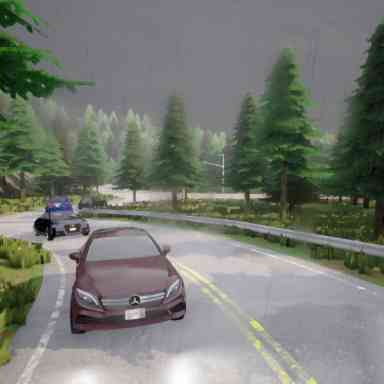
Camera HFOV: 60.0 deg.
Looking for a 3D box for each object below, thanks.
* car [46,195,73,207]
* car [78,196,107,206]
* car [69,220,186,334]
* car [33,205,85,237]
[{"bbox_3d":[-12.833,1.326,32.223,2.150,2.045,5.566,-1,0,-18],"label":"car"},{"bbox_3d":[-12.680,1.289,42.810,2.097,1.767,4.553,2,2,13],"label":"car"},{"bbox_3d":[-1.515,1.523,7.060,1.812,1.442,4.674,-2,0,-17],"label":"car"},{"bbox_3d":[-7.038,1.664,17.763,1.994,1.385,4.181,-4,2,-38],"label":"car"}]
